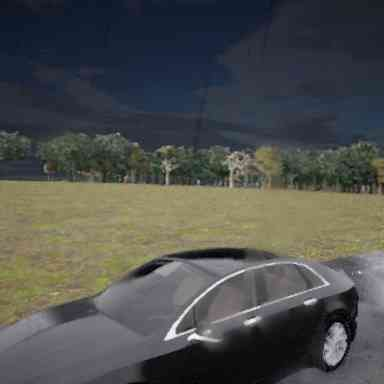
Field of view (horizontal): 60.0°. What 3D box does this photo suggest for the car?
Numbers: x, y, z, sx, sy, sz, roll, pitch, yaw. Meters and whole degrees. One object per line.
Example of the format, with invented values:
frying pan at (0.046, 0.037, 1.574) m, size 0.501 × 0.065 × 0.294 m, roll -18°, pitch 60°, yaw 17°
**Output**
car at (0.155, 1.521, 4.112) m, size 4.892 × 1.490 × 1.837 m, roll 0°, pitch 0°, yaw -36°
